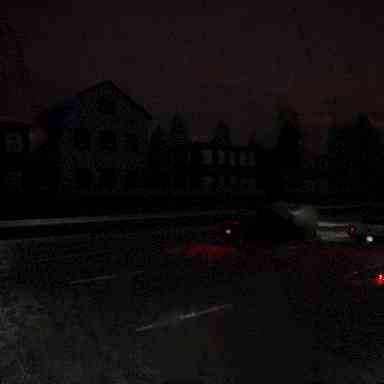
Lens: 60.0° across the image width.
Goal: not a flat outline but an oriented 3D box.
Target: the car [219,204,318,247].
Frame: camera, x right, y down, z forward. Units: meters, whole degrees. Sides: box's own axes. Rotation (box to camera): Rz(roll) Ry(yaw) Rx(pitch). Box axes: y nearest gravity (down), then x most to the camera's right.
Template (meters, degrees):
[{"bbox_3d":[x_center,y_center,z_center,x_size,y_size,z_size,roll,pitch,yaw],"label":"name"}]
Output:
[{"bbox_3d":[3.476,1.427,14.823,5.008,1.535,1.882,0,0,-35],"label":"car"}]

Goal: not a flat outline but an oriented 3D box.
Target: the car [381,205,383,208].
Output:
[{"bbox_3d":[18.819,1.419,30.063,4.181,1.385,1.994,0,0,-35],"label":"car"}]

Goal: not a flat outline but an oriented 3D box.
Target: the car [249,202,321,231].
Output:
[{"bbox_3d":[5.932,1.451,20.891,4.674,1.442,1.812,0,0,-36],"label":"car"}]

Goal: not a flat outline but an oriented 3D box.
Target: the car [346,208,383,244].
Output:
[{"bbox_3d":[8.749,1.533,14.284,4.718,1.301,1.895,0,0,-35],"label":"car"}]
